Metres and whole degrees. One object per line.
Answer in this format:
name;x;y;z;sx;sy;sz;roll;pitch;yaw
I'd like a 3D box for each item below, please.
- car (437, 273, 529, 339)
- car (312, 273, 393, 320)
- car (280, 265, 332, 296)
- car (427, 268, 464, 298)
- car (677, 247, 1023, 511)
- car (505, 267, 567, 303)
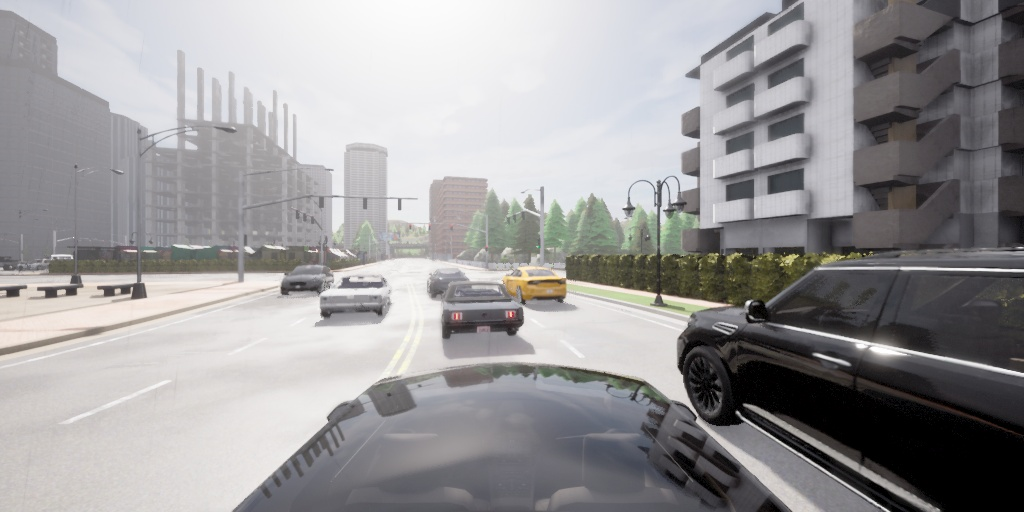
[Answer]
car;-1.078;1.351;10.157;1.895;1.301;4.718;0;0;-12
car;-5.451;1.351;12.999;1.895;1.301;4.718;0;0;-15
car;-10.949;1.257;19.492;1.837;1.490;4.892;0;-1;-17
car;-3.323;1.314;18.624;1.994;1.385;4.181;0;0;-16
car;3.393;0.970;2.561;2.150;2.045;5.566;0;0;-2
car;0.858;1.227;16.482;1.882;1.535;5.008;0;0;-14
